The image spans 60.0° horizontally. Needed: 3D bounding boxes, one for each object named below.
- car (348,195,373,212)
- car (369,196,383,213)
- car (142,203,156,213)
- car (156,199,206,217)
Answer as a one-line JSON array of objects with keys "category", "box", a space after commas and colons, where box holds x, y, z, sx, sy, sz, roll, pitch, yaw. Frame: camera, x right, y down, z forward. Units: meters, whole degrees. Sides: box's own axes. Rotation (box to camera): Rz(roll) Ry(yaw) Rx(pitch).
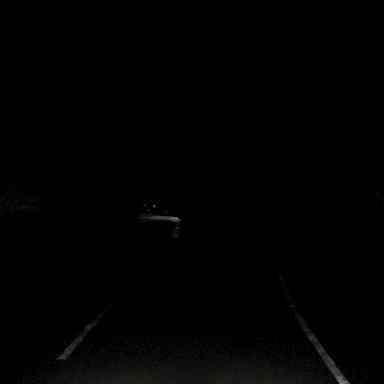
[{"category": "car", "box": [18.436, 1.110, 34.593, 4.553, 1.767, 2.097, 0, 0, -26]}, {"category": "car", "box": [19.855, 1.327, 31.590, 5.357, 1.411, 2.033, 0, 0, -24]}, {"category": "car", "box": [-2.552, 1.372, 32.637, 1.895, 1.301, 4.718, 0, 1, 43]}, {"category": "car", "box": [-0.611, 1.319, 29.498, 1.812, 1.442, 4.674, 0, 0, 42]}]
